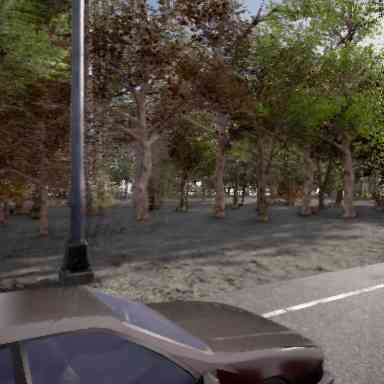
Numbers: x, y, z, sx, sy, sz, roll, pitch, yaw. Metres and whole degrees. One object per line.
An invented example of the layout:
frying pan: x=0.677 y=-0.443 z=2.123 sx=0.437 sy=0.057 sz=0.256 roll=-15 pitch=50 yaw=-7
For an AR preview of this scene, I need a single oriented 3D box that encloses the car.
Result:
car: x=-1.230 y=1.549 z=2.563 sx=5.357 sy=1.411 sz=2.033 roll=0 pitch=0 yaw=-34
